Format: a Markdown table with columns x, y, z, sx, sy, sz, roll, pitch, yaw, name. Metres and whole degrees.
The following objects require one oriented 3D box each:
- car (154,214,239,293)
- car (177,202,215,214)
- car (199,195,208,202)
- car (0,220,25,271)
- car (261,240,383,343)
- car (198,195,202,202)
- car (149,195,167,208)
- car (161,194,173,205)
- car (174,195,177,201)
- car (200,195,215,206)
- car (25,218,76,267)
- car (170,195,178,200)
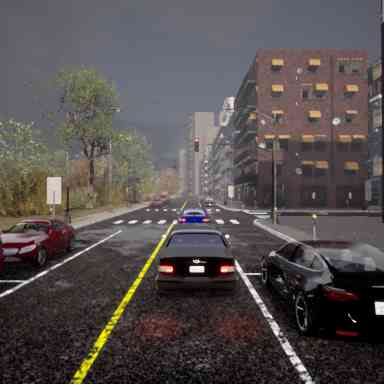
| x | y | z | sx | sy | sz | roll | pitch | yaw | name |
| --- | --- | --- | --- | --- | --- | --- | --- | --- | --- |
| 0.106 | 1.550 | 8.984 | 2.033 | 1.411 | 5.357 | 0 | 0 | 0 | car |
| 0.121 | 1.530 | 18.574 | 1.812 | 1.442 | 4.674 | 0 | 0 | 0 | car |
| 2.629 | 1.492 | 78.686 | 1.967 | 1.590 | 4.097 | 1 | 0 | 0 | car |
| -5.301 | 1.316 | 5.702 | 2.192 | 1.841 | 5.009 | 1 | 0 | 0 | car |
| 2.578 | 1.567 | 6.453 | 1.947 | 1.339 | 4.313 | 1 | 0 | 0 | car |
| 2.620 | 1.621 | 67.319 | 1.802 | 1.307 | 4.206 | 1 | 0 | 0 | car |
| -5.272 | 1.567 | 49.472 | 1.887 | 1.381 | 4.507 | 1 | 0 | 0 | car |
| -5.262 | 1.347 | 60.824 | 2.192 | 1.841 | 5.009 | 1 | 0 | 0 | car |
| -5.249 | 1.609 | 83.528 | 2.008 | 1.369 | 4.403 | 1 | 0 | 0 | car |
| 2.608 | 1.574 | 50.270 | 2.008 | 1.369 | 4.403 | 1 | 0 | 0 | car |
| -5.299 | 1.585 | 11.357 | 1.802 | 1.307 | 4.206 | 1 | 0 | 0 | car |
| -5.241 | 1.626 | 94.881 | 2.008 | 1.369 | 4.403 | 1 | 0 | 0 | car |
